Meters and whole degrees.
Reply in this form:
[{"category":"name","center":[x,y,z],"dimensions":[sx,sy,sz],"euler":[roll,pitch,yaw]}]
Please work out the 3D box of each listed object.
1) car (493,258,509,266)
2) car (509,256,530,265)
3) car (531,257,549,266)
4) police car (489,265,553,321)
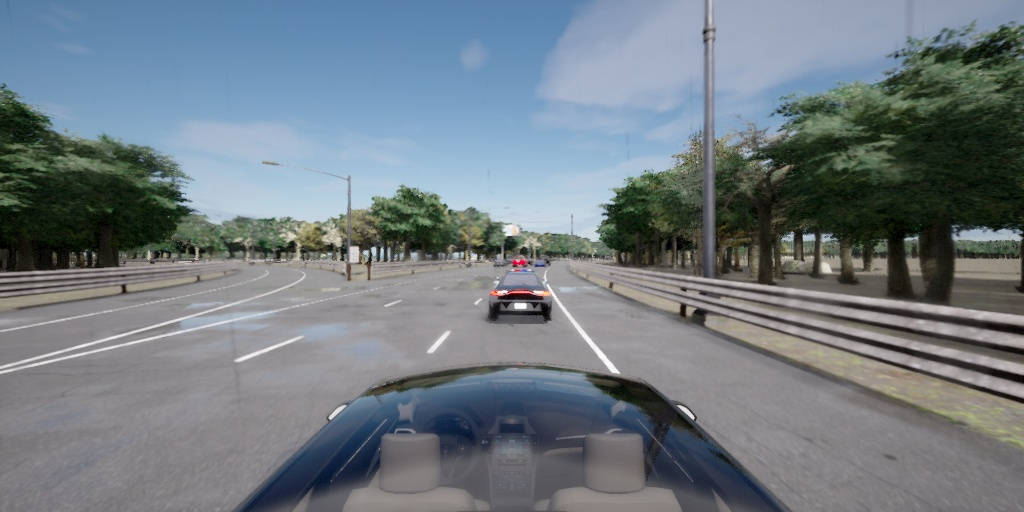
[{"category":"car","center":[-2.036,1.347,64.146],"dimensions":[2.033,1.411,5.357],"euler":[0,0,10]},{"category":"car","center":[1.434,1.023,63.682],"dimensions":[2.150,2.045,5.566],"euler":[0,0,10]},{"category":"car","center":[5.092,1.372,64.389],"dimensions":[1.994,1.385,4.181],"euler":[0,0,10]},{"category":"police car","center":[0.311,1.256,12.697],"dimensions":[2.038,1.542,4.974],"euler":[0,0,2]}]
